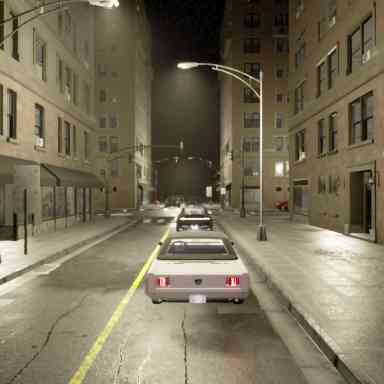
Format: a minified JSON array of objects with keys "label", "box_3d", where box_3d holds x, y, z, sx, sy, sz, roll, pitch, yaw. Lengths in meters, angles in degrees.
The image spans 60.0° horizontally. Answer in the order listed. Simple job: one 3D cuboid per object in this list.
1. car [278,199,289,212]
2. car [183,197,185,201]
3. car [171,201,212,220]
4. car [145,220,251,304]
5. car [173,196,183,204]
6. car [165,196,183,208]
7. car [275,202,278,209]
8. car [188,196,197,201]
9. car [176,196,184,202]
[{"label":"car","box_3d":[12.243,1.533,35.999,4.892,1.490,1.837,0,0,0]},{"label":"car","box_3d":[-2.819,1.552,58.190,2.128,1.511,4.902,0,0,0]},{"label":"car","box_3d":[0.109,1.499,18.295,2.128,1.511,4.902,0,0,-1]},{"label":"car","box_3d":[0.106,1.602,8.074,1.895,1.301,4.718,0,0,0]},{"label":"car","box_3d":[-2.755,1.582,67.658,1.837,1.490,4.892,0,0,1]},{"label":"car","box_3d":[-2.834,1.398,48.979,2.097,1.767,4.553,0,0,0]},{"label":"car","box_3d":[12.274,1.353,38.536,5.009,1.841,2.192,0,0,0]},{"label":"car","box_3d":[0.120,1.569,67.817,2.128,1.511,4.902,0,0,0]},{"label":"car","box_3d":[-2.734,1.616,77.946,1.812,1.442,4.674,0,0,0]}]
